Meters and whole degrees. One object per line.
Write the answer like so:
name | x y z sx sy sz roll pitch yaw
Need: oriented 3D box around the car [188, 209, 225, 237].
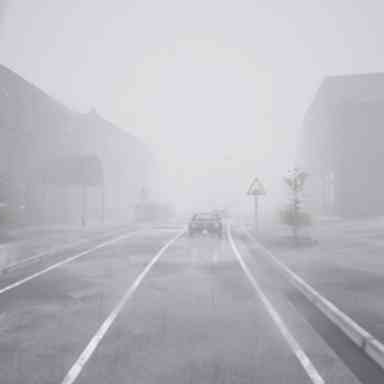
car | 0.910 1.926 20.234 1.895 1.301 4.718 0 -2 5

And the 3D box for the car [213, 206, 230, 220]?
car | 3.330 2.388 38.379 1.882 1.535 5.008 -1 -2 10
